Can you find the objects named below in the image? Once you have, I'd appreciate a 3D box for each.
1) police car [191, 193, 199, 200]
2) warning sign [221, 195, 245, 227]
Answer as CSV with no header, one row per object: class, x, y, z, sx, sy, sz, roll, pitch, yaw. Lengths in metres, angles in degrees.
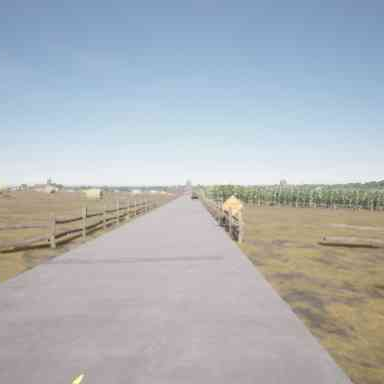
police car,0.825,1.366,90.294,1.930,1.638,5.238,0,0,0
warning sign,2.468,1.111,20.159,1.300,1.860,1.060,1,1,0
